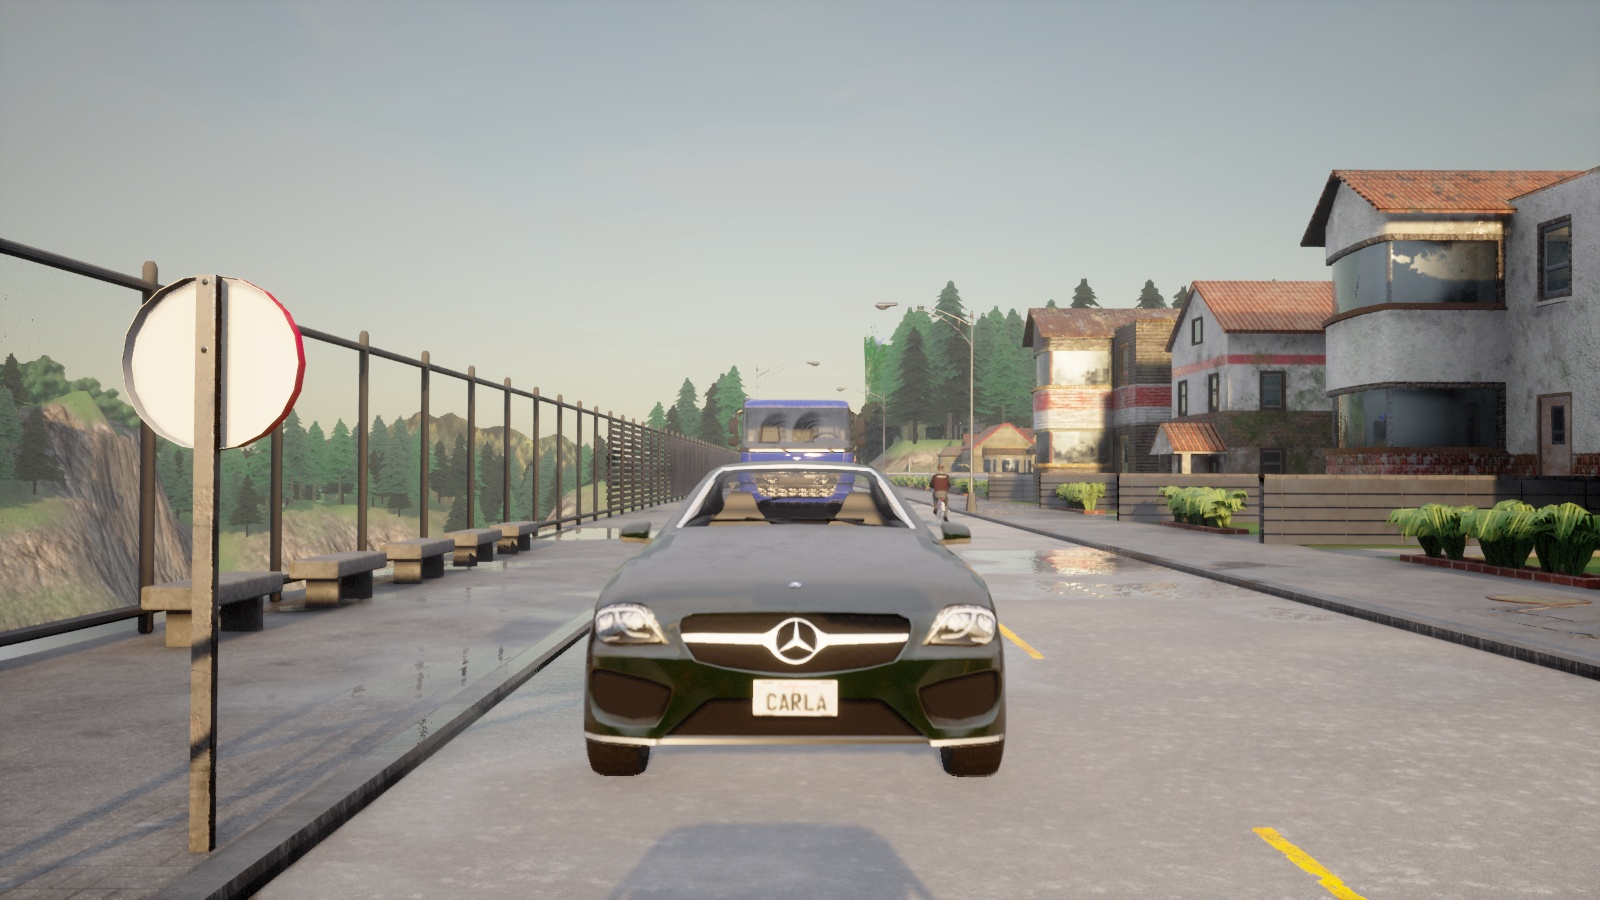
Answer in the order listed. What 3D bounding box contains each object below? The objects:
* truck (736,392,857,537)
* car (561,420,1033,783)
[{"bbox_3d":[-0.088,0.403,34.051,2.891,3.462,7.936,0,-1,0],"label":"truck"},{"bbox_3d":[-0.022,0.731,8.266,2.152,1.651,5.027,0,-1,0],"label":"car"}]
